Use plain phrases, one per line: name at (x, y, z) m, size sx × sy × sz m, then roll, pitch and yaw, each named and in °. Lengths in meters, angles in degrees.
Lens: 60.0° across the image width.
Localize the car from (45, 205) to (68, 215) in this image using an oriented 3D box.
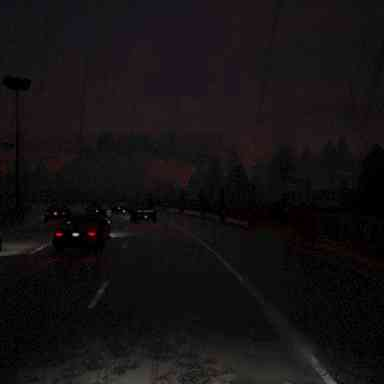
car at (-11.740, 1.812, 29.103) m, size 2.033 × 1.411 × 5.357 m, roll 0°, pitch -1°, yaw -18°

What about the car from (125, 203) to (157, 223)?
car at (-4.151, 1.708, 27.803) m, size 2.128 × 1.511 × 4.902 m, roll 0°, pitch 0°, yaw -15°

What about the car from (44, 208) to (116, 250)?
car at (-4.768, 1.667, 14.912) m, size 2.033 × 1.411 × 5.357 m, roll 0°, pitch 0°, yaw -9°

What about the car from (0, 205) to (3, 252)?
car at (-7.724, 1.446, 10.156) m, size 2.097 × 1.767 × 4.553 m, roll 0°, pitch 0°, yaw -6°

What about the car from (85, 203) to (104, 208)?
car at (-10.102, 1.867, 34.716) m, size 1.994 × 1.385 × 4.181 m, roll 0°, pitch -1°, yaw -21°

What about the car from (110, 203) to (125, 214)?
car at (-8.774, 1.948, 40.826) m, size 1.895 × 1.301 × 4.718 m, roll 0°, pitch 0°, yaw -23°
